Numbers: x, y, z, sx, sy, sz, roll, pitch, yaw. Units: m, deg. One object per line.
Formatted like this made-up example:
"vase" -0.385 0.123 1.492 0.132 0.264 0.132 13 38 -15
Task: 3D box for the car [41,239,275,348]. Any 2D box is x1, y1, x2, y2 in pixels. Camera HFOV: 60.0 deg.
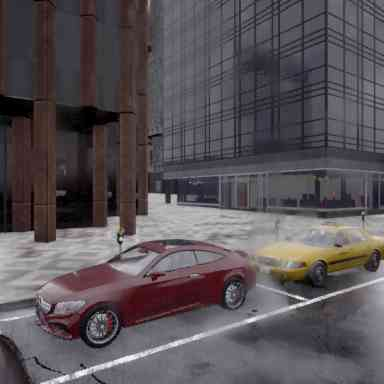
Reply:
"car" -0.606 1.582 6.211 4.206 1.307 1.802 0 0 -35

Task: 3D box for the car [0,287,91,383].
"car" -3.304 1.547 1.027 5.357 1.411 2.033 0 0 -35

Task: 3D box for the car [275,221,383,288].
"car" 3.687 1.525 9.263 4.829 1.417 1.752 0 0 -35
